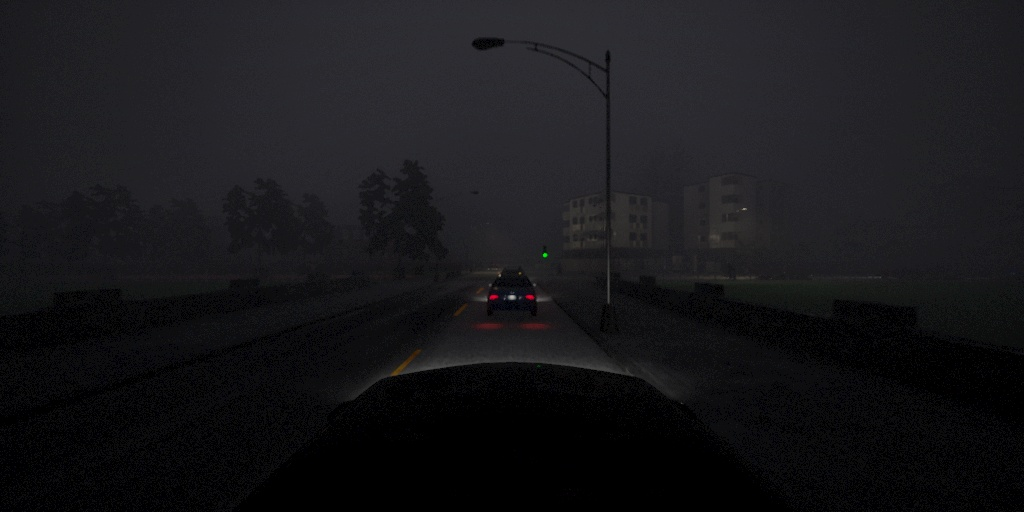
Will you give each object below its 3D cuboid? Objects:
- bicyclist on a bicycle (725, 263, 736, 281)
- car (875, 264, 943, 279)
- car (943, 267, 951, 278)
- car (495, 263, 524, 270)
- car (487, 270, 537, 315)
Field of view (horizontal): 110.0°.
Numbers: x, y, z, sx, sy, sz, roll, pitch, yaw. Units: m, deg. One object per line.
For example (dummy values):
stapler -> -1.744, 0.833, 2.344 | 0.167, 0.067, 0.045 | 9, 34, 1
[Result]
bicyclist on a bicycle -> 20.028, 1.447, 32.950 | 0.582, 1.620, 1.656 | 0, -1, 0
car -> 40.948, 1.748, 37.217 | 4.718, 1.301, 1.895 | 0, -1, 0
car -> 47.258, 1.685, 41.246 | 4.902, 1.511, 2.128 | 0, -1, 0
car -> 0.207, 1.561, 30.285 | 2.128, 1.511, 4.902 | 0, -1, 6
car -> 0.012, 1.438, 14.324 | 2.033, 1.411, 5.357 | 0, -1, 0
